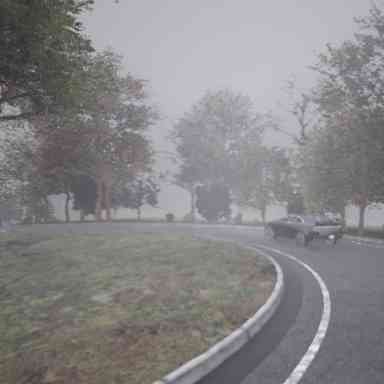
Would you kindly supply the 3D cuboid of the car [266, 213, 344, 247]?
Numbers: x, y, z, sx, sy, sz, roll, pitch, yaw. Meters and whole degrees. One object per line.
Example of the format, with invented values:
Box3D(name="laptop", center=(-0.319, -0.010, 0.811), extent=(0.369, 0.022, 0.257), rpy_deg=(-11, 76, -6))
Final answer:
Box3D(name="car", center=(5.541, 1.842, 17.109), extent=(2.128, 1.511, 4.902), rpy_deg=(0, -2, -16))
